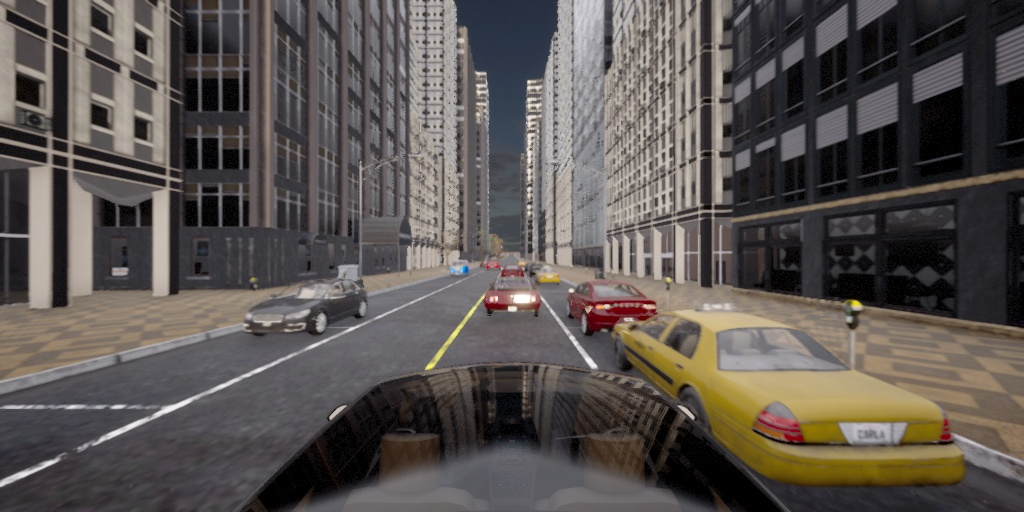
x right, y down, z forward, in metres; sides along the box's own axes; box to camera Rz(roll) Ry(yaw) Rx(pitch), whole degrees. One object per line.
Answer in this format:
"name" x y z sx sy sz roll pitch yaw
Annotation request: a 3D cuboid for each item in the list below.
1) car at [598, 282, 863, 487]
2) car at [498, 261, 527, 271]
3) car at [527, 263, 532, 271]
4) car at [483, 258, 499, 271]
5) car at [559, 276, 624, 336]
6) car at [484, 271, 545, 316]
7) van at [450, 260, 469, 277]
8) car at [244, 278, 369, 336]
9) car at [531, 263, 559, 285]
"car" 2.690 1.297 4.978 1.751 1.417 4.829 0 0 0
"car" 0.058 1.417 30.556 1.882 1.535 5.008 0 0 1
"car" 2.696 1.557 38.999 1.948 1.339 4.313 0 0 0
"car" -3.051 1.328 58.871 2.150 2.045 5.566 0 0 1
"car" 2.691 1.355 10.507 1.888 1.381 4.507 0 0 0
"car" 0.038 1.433 13.739 1.895 1.301 4.718 0 0 1
"van" -5.685 1.332 39.004 1.690 1.789 3.998 0 0 0
"car" -5.689 1.361 10.510 2.007 1.370 4.403 0 0 0
"car" 2.694 1.447 27.772 1.751 1.417 4.829 0 0 0
